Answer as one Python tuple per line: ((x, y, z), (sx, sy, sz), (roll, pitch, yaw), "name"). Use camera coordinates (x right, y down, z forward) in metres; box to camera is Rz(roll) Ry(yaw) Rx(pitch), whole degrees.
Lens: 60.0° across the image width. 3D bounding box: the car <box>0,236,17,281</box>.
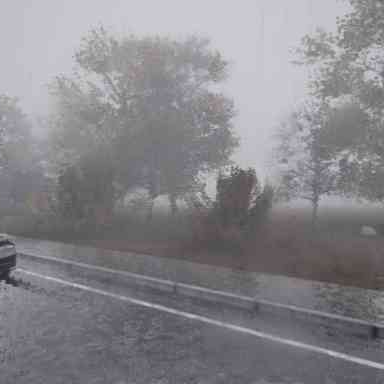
((-6.456, 1.492, 8.603), (4.902, 1.511, 2.128), (0, 0, 36), "car")
